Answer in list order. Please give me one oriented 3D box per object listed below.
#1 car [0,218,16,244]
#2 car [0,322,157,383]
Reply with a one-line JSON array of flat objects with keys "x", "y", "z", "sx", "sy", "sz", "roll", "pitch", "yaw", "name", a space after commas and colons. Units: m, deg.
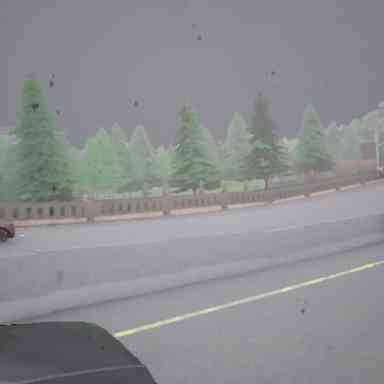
[{"x": -9.860, "y": 1.564, "z": 14.154, "sx": 4.181, "sy": 1.385, "sz": 1.994, "roll": 0, "pitch": 0, "yaw": -35, "name": "car"}, {"x": -2.770, "y": 1.557, "z": 1.770, "sx": 5.357, "sy": 1.411, "sz": 2.033, "roll": 0, "pitch": 0, "yaw": -36, "name": "car"}]
